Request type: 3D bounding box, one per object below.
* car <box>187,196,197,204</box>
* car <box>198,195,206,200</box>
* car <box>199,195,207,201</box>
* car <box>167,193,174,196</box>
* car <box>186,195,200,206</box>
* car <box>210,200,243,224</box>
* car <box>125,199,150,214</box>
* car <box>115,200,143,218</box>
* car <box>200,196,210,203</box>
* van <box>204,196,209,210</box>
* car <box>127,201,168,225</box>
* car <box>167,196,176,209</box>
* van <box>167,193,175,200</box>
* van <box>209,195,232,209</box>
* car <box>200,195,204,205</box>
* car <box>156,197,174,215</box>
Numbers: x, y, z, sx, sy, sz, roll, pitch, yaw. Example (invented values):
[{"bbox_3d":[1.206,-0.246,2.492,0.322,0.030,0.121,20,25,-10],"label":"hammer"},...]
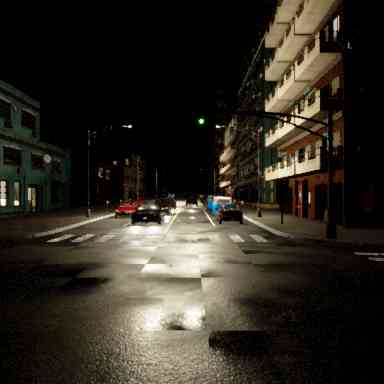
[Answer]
[{"bbox_3d":[-0.038,1.493,64.241,1.812,1.442,4.674,0,0,0],"label":"car"},{"bbox_3d":[2.651,1.478,91.304,2.008,1.369,4.403,1,0,0],"label":"car"},{"bbox_3d":[2.657,1.490,80.143,1.887,1.381,4.507,1,0,0],"label":"car"},{"bbox_3d":[-5.726,1.503,85.677,1.947,1.339,4.313,1,0,0],"label":"car"},{"bbox_3d":[-0.031,1.456,53.818,1.882,1.535,5.008,0,0,0],"label":"car"},{"bbox_3d":[2.688,1.547,24.335,2.008,1.369,4.403,1,0,0],"label":"car"},{"bbox_3d":[-5.699,1.536,35.456,1.887,1.381,4.507,1,0,0],"label":"car"},{"bbox_3d":[-5.697,1.576,29.875,1.802,1.307,4.206,1,0,0],"label":"car"},{"bbox_3d":[2.663,1.527,68.981,1.947,1.339,4.313,1,0,0],"label":"car"},{"bbox_3d":[2.681,1.330,41.077,1.690,1.788,3.998,1,0,0],"label":"van"},{"bbox_3d":[-3.103,1.561,24.104,1.994,1.385,4.181,0,0,0],"label":"car"},{"bbox_3d":[-3.111,1.551,44.005,1.994,1.385,4.181,0,0,0],"label":"car"},{"bbox_3d":[-5.726,1.269,91.257,1.690,1.788,3.998,1,0,0],"label":"van"},{"bbox_3d":[2.687,1.335,29.915,1.690,1.788,3.998,1,0,0],"label":"van"},{"bbox_3d":[2.672,1.506,52.408,1.752,1.417,4.829,1,0,0],"label":"car"},{"bbox_3d":[-3.110,1.518,33.708,1.812,1.442,4.674,0,0,0],"label":"car"}]
